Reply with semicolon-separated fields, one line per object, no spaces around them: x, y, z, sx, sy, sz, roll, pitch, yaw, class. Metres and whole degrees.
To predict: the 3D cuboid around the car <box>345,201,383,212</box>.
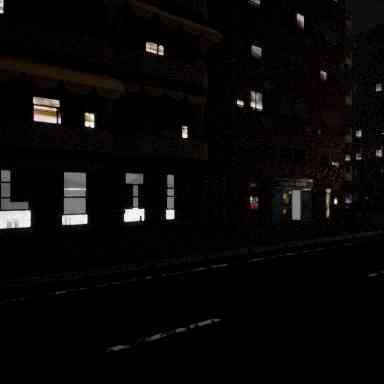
22.481;1.857;43.432;1.802;1.307;4.206;-1;0;-36;car

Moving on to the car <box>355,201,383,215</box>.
19.717;1.728;37.240;2.128;1.511;4.902;0;-1;-35;car

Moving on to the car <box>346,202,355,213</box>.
15.492;1.596;38.334;2.192;1.841;5.009;-1;0;-36;car
